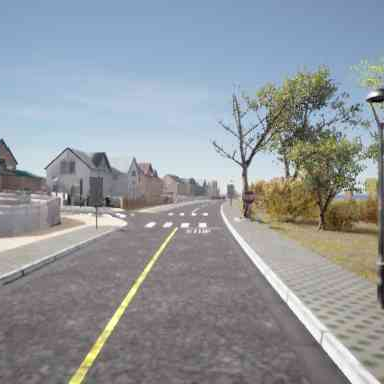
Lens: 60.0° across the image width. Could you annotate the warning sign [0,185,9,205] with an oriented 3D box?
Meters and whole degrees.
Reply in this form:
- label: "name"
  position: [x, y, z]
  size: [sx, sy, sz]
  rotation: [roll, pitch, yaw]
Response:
- label: "warning sign"
  position: [-19.062, 0.290, 33.044]
  size: [1.060, 1.860, 1.300]
  rotation: [0, 2, 2]
